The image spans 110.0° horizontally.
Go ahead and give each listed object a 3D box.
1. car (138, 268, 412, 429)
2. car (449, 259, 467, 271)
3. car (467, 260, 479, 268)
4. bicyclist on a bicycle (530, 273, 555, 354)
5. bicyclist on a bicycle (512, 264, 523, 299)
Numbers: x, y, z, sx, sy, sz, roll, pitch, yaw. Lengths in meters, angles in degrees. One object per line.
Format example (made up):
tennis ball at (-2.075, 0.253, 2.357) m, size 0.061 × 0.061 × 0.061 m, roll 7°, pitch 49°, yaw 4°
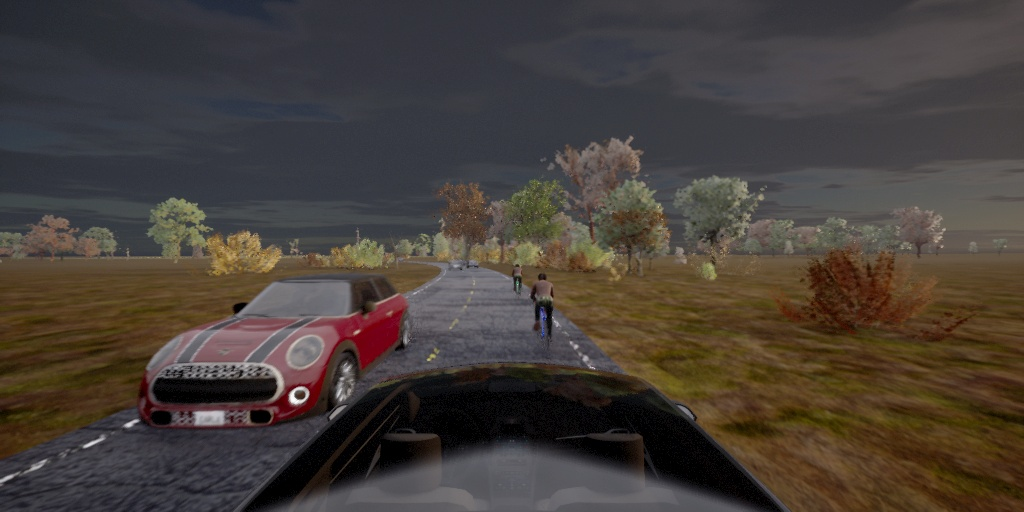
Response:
car at (-3.217, 1.102, 5.995) m, size 2.097 × 1.767 × 4.553 m, roll 0°, pitch 0°, yaw -1°
car at (-7.778, 1.254, 49.436) m, size 2.128 × 1.511 × 4.902 m, roll 0°, pitch 0°, yaw -11°
car at (-6.719, 1.314, 59.974) m, size 2.033 × 1.411 × 5.357 m, roll 0°, pitch 0°, yaw -13°
bicyclist on a bicycle at (0.684, 1.202, 7.874) m, size 0.582 × 1.620 × 1.656 m, roll 0°, pitch 0°, yaw -2°
bicyclist on a bicycle at (0.267, 1.202, 16.959) m, size 0.582 × 1.620 × 1.656 m, roll 0°, pitch 0°, yaw -4°
